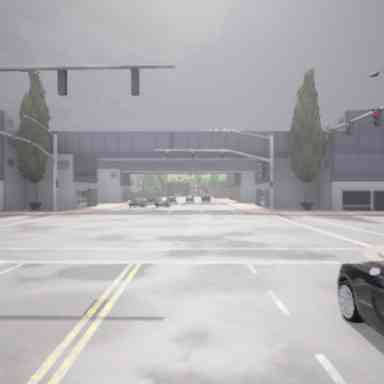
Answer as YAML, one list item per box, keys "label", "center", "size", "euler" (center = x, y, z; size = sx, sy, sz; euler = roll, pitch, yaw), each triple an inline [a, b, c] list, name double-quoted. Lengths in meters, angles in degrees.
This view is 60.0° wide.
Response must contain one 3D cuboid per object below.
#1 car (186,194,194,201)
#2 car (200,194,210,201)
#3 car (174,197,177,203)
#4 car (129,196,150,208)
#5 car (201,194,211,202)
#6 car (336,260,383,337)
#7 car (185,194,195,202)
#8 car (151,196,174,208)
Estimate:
- label: "car"
  center: [-0.387, 1.285, 81.118]
  size: [1.882, 1.535, 5.008]
  euler: [0, 0, 0]
- label: "car"
  center: [3.113, 1.323, 81.022]
  size: [2.128, 1.511, 4.902]
  euler: [0, 0, 0]
- label: "car"
  center: [-4.020, 1.474, 64.211]
  size: [1.994, 1.385, 4.181]
  euler: [0, 0, 1]
- label: "car"
  center: [-7.694, 1.498, 47.305]
  size: [1.994, 1.385, 4.181]
  euler: [0, 0, 1]
- label: "car"
  center: [3.049, 1.400, 71.634]
  size: [1.837, 1.490, 4.892]
  euler: [0, 0, 0]
- label: "car"
  center: [3.570, 1.472, 4.140]
  size: [1.882, 1.535, 5.008]
  euler: [0, 0, 0]
- label: "car"
  center: [-0.452, 1.440, 71.431]
  size: [2.033, 1.411, 5.357]
  euler: [0, 0, 0]
- label: "car"
  center: [-4.191, 1.425, 47.577]
  size: [2.128, 1.511, 4.902]
  euler: [0, 0, 1]
